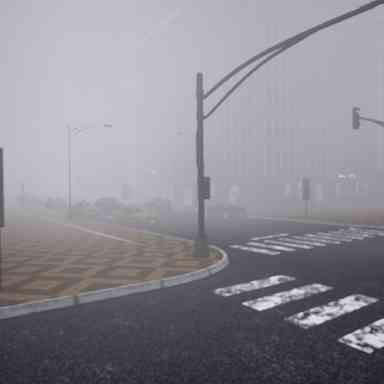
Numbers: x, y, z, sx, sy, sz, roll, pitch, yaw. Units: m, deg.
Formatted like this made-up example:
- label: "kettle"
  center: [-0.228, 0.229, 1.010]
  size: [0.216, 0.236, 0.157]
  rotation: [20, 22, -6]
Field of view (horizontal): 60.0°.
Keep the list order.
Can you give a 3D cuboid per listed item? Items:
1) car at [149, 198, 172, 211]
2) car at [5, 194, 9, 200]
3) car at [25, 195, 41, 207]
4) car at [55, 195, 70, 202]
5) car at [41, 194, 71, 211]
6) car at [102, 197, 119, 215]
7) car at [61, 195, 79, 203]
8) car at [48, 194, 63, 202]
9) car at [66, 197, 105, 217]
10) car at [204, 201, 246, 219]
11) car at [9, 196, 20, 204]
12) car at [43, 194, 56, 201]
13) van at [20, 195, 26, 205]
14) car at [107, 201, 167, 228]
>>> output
- label: "car"
  center: [-3.932, 1.321, 36.786]
  size: [1.967, 1.590, 4.097]
  rotation: [-1, 1, -36]
- label: "car"
  center: [-46.037, 1.445, 81.802]
  size: [1.887, 1.381, 4.507]
  rotation: [-1, 1, -36]
- label: "car"
  center: [-23.346, 1.407, 50.207]
  size: [1.967, 1.590, 4.097]
  rotation: [-1, 1, -36]
- label: "car"
  center: [-26.670, 1.400, 68.345]
  size: [1.802, 1.307, 4.206]
  rotation: [-1, 1, -36]
- label: "car"
  center: [-16.862, 1.425, 41.180]
  size: [1.967, 1.590, 4.097]
  rotation: [-1, 1, -36]
- label: "car"
  center: [-8.295, 1.310, 33.646]
  size: [2.097, 1.767, 4.553]
  rotation: [-1, 1, -36]
- label: "car"
  center: [-23.428, 1.378, 63.832]
  size: [2.008, 1.369, 4.403]
  rotation: [-1, 1, -36]
- label: "car"
  center: [-29.913, 1.248, 72.858]
  size: [1.967, 1.590, 4.097]
  rotation: [-1, 1, -36]
- label: "car"
  center: [-10.327, 1.529, 31.984]
  size: [1.752, 1.417, 4.829]
  rotation: [-1, 1, -36]
- label: "car"
  center: [2.612, 1.447, 27.800]
  size: [2.008, 1.369, 4.403]
  rotation: [-1, 1, -36]
- label: "car"
  center: [-33.070, 1.490, 63.748]
  size: [2.008, 1.369, 4.403]
  rotation: [-1, 1, -36]
- label: "car"
  center: [-33.254, 1.324, 77.510]
  size: [1.752, 1.417, 4.829]
  rotation: [-1, 1, -36]
- label: "van"
  center: [-26.589, 1.299, 54.720]
  size: [1.690, 1.788, 3.998]
  rotation: [-1, 1, -36]
- label: "car"
  center: [-3.900, 1.547, 22.914]
  size: [1.752, 1.417, 4.829]
  rotation: [-1, 1, -36]
